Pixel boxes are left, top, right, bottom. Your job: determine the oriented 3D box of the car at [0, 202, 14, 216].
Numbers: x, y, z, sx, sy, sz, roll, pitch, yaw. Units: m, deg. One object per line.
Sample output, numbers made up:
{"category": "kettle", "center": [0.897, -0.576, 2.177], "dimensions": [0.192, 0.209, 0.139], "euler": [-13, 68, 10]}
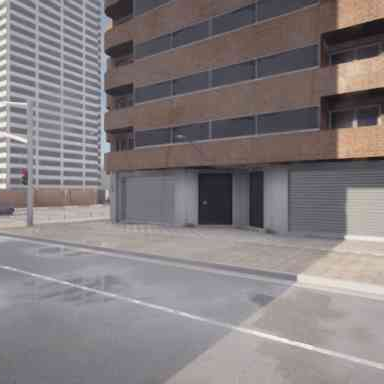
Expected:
{"category": "car", "center": [-18.658, 1.559, 30.486], "dimensions": [1.994, 1.385, 4.181], "euler": [0, 0, 35]}
